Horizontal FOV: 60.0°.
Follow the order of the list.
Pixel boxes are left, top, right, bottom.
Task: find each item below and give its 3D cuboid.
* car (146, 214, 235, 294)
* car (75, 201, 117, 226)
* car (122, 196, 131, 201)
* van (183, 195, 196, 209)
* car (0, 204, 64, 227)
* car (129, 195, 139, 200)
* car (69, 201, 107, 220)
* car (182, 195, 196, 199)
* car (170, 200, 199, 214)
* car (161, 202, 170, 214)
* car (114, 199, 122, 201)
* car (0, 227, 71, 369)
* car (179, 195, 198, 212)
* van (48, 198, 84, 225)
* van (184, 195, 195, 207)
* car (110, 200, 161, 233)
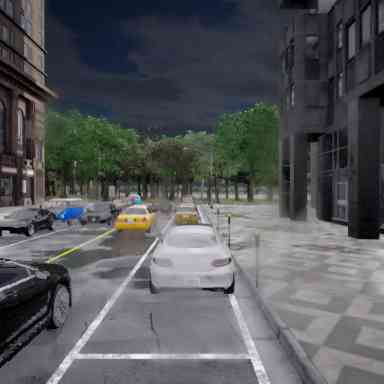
[{"bbox_3d":[0.003,1.526,8.650,1.812,1.442,4.674,0,0,0],"label":"car"},{"bbox_3d":[-6.245,1.566,23.081,1.994,1.385,4.181,0,0,0],"label":"car"},{"bbox_3d":[-8.909,1.534,39.716,1.752,1.417,4.829,0,0,0],"label":"car"},{"bbox_3d":[-0.384,1.352,45.324,1.690,1.788,3.998,0,0,0],"label":"van"},{"bbox_3d":[-8.909,1.567,18.136,1.947,1.339,4.313,0,0,0],"label":"car"},{"bbox_3d":[-8.910,1.451,45.324,1.967,1.590,4.097,0,0,0],"label":"car"},{"bbox_3d":[-8.909,1.529,28.841,1.752,1.417,4.829,0,0,0],"label":"car"},{"bbox_3d":[-0.384,1.446,34.448,1.967,1.590,4.097,0,0,0],"label":"car"},{"bbox_3d":[-0.384,1.528,23.743,1.752,1.417,4.829,0,0,0],"label":"car"},{"bbox_3d":[-3.050,1.607,33.471,1.895,1.301,4.718,0,0,0],"label":"car"},{"bbox_3d":[-8.909,1.572,34.448,1.947,1.339,4.313,0,0,0],"label":"car"},{"bbox_3d":[-3.050,1.491,3.996,2.128,1.511,4.902,0,0,0],"label":"car"},{"bbox_3d":[-0.384,1.324,39.886,2.192,1.841,5.009,0,0,0],"label":"car"},{"bbox_3d":[-8.909,1.343,23.573,1.690,1.788,3.998,0,0,0],"label":"van"},{"bbox_3d":[-0.384,1.355,50.761,1.690,1.788,3.998,0,0,0],"label":"van"},{"bbox_3d":[-3.148,1.457,19.636,1.801,1.575,5.366,0,0,0],"label":"car"}]
